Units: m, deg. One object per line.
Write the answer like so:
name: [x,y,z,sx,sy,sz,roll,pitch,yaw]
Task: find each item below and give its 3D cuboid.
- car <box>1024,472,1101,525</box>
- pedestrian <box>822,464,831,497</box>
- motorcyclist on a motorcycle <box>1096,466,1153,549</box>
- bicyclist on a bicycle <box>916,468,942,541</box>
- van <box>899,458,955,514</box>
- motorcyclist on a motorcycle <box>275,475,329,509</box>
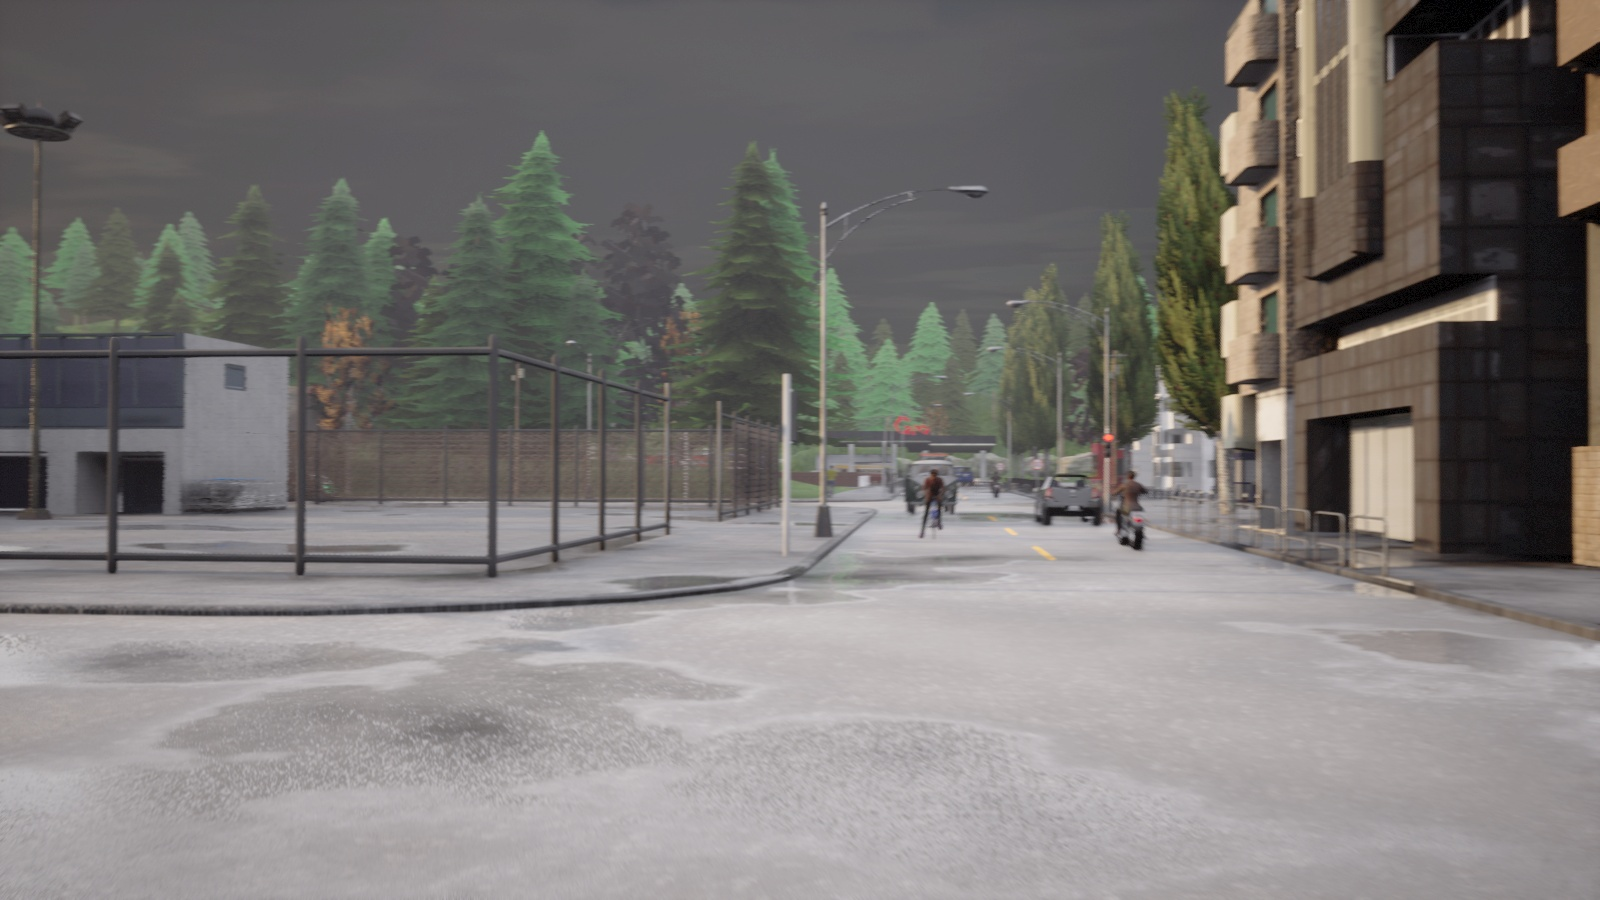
car: [7.823,1.420,37.655,1.845,1.501,3.633,0,-1,5]
pedestrian: [1.436,1.674,68.829,0.354,1.836,0.706,-1,-1,12]
motorcyclist on a motorcycle: [6.705,1.168,26.071,0.766,1.649,2.350,0,-1,5]
bicyclist on a bicycle: [2.992,1.242,29.174,0.582,1.620,1.656,0,-1,6]
van: [4.692,1.333,47.021,1.775,1.987,4.442,0,-1,2]
motorcyclist on a motorcycle: [-23.193,1.956,58.482,2.191,1.530,0.866,0,-1,6]
